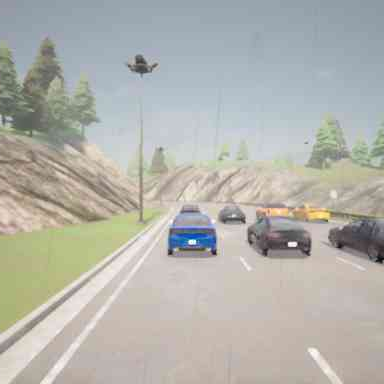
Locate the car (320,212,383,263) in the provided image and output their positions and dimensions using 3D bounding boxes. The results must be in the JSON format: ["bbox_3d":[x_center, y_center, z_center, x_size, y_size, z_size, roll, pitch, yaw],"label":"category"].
[{"bbox_3d":[7.007,1.686,12.552,2.033,1.411,5.357,0,-1,0],"label":"car"}]

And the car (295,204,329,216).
[{"bbox_3d":[10.356,1.799,29.286,1.882,1.535,5.008,0,0,0],"label":"car"}]

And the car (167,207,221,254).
[{"bbox_3d":[0.011,1.634,14.253,1.882,1.535,5.008,0,0,0],"label":"car"}]

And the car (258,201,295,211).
[{"bbox_3d":[6.857,1.663,28.438,2.097,1.767,4.553,0,-1,0],"label":"car"}]

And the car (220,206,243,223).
[{"bbox_3d":[3.357,1.876,28.415,1.994,1.385,4.181,0,-1,0],"label":"car"}]

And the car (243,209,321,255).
[{"bbox_3d":[3.510,1.679,13.903,1.812,1.442,4.674,0,0,0],"label":"car"}]

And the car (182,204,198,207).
[{"bbox_3d":[-0.144,1.819,28.439,1.837,1.490,4.892,0,0,0],"label":"car"}]
